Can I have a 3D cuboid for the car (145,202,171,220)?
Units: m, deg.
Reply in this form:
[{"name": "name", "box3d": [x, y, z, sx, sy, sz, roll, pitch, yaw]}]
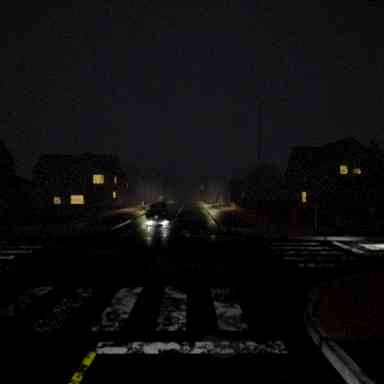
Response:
[{"name": "car", "box3d": [-2.846, 1.584, 28.961, 2.033, 1.411, 5.357, 0, 0, 0]}]
